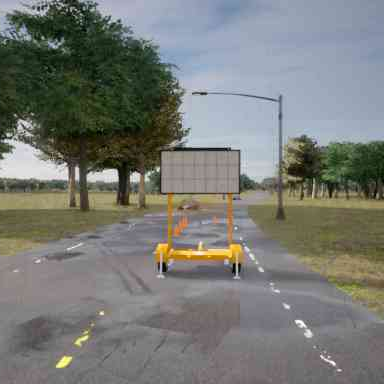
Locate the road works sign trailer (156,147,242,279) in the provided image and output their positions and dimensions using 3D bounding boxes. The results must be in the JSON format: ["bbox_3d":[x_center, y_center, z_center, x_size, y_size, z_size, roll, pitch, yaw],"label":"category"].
[{"bbox_3d":[0.248,0.466,10.076,2.380,3.560,2.880,0,0,3],"label":"road works sign trailer"}]

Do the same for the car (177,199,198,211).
[{"bbox_3d":[-0.430,1.528,38.819,2.128,1.511,4.902,0,0,9],"label":"car"}]

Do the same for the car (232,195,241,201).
[{"bbox_3d":[11.589,1.580,87.132,1.994,1.385,4.181,0,0,18],"label":"car"}]
